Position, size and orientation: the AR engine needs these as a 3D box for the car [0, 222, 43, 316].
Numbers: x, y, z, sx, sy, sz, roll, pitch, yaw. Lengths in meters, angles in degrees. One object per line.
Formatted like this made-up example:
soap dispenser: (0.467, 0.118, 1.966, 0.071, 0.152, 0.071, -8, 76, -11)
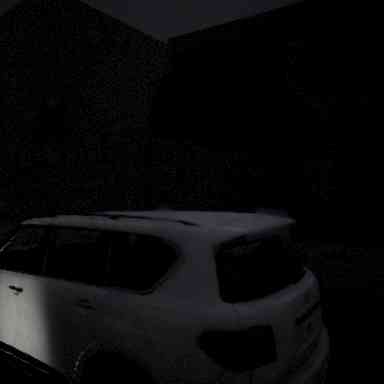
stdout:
car: (-5.932, 1.533, 7.747, 5.366, 1.575, 1.946, 0, 0, 35)
